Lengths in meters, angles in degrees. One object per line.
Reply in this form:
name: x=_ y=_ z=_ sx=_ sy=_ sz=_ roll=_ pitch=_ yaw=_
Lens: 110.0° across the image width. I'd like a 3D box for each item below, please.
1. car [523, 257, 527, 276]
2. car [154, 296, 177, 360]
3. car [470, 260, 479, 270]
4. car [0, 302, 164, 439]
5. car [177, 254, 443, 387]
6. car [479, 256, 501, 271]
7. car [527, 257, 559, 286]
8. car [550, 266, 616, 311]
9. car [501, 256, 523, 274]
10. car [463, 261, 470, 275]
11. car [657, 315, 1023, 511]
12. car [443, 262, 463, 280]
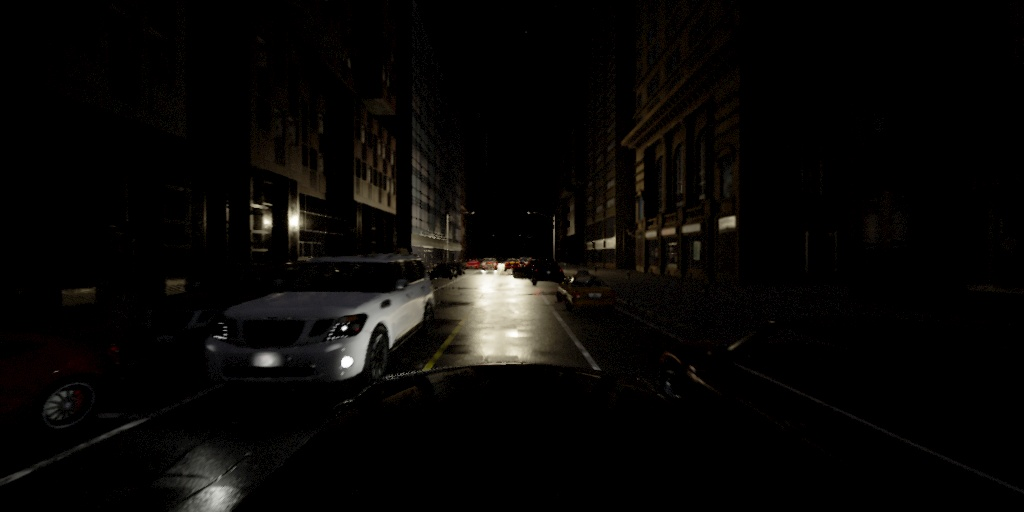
car: x=2.781 y=1.052 z=42.090 sx=2.192 sy=1.841 sz=5.009 roll=0 pitch=0 yaw=0
car: x=-5.759 y=1.061 z=8.470 sx=2.192 sy=1.841 sz=5.009 roll=0 pitch=0 yaw=0
car: x=-5.739 y=1.283 z=53.286 sx=1.888 sy=1.381 sz=4.507 roll=0 pitch=0 yaw=0
car: x=-5.762 y=1.331 z=2.867 sx=1.802 sy=1.307 sz=4.207 roll=0 pitch=0 yaw=0
car: x=-3.096 y=0.969 z=7.282 sx=2.150 sy=2.045 sz=5.566 roll=0 pitch=0 yaw=0
car: x=-3.051 y=1.091 z=50.243 sx=2.097 sy=1.767 sz=4.553 roll=0 pitch=0 yaw=0
car: x=2.399 y=1.091 z=25.592 sx=2.097 sy=1.767 sz=4.553 roll=0 pitch=0 yaw=0
car: x=2.768 y=1.269 z=14.252 sx=1.751 sy=1.417 sz=4.829 roll=0 pitch=0 yaw=0
car: x=0.053 y=1.091 z=47.396 sx=2.097 sy=1.767 sz=4.553 roll=0 pitch=0 yaw=0
car: x=-5.747 y=1.303 z=36.479 sx=1.948 sy=1.339 sz=4.313 roll=0 pitch=0 yaw=0
car: x=2.763 y=1.189 z=2.878 sx=1.967 sy=1.591 sz=4.097 roll=0 pitch=0 yaw=0
car: x=-5.749 y=1.304 z=30.878 sx=1.948 sy=1.339 sz=4.313 roll=0 pitch=0 yaw=0
